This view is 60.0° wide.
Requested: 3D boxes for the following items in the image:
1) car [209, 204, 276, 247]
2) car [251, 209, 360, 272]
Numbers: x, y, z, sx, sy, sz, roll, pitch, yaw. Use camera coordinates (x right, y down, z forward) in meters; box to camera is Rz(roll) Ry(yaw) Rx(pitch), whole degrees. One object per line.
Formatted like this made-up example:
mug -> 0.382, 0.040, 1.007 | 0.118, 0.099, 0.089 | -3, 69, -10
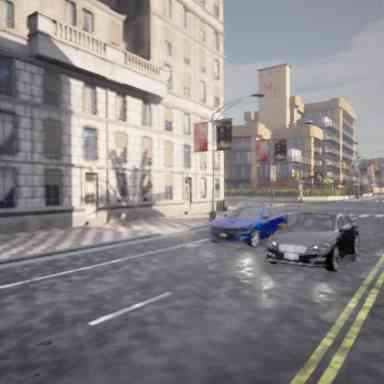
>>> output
car -> 2.654, 1.349, 14.688 | 1.882, 1.535, 5.008 | 0, 0, 36
car -> 4.015, 1.385, 10.608 | 2.128, 1.511, 4.902 | 0, 0, 36
